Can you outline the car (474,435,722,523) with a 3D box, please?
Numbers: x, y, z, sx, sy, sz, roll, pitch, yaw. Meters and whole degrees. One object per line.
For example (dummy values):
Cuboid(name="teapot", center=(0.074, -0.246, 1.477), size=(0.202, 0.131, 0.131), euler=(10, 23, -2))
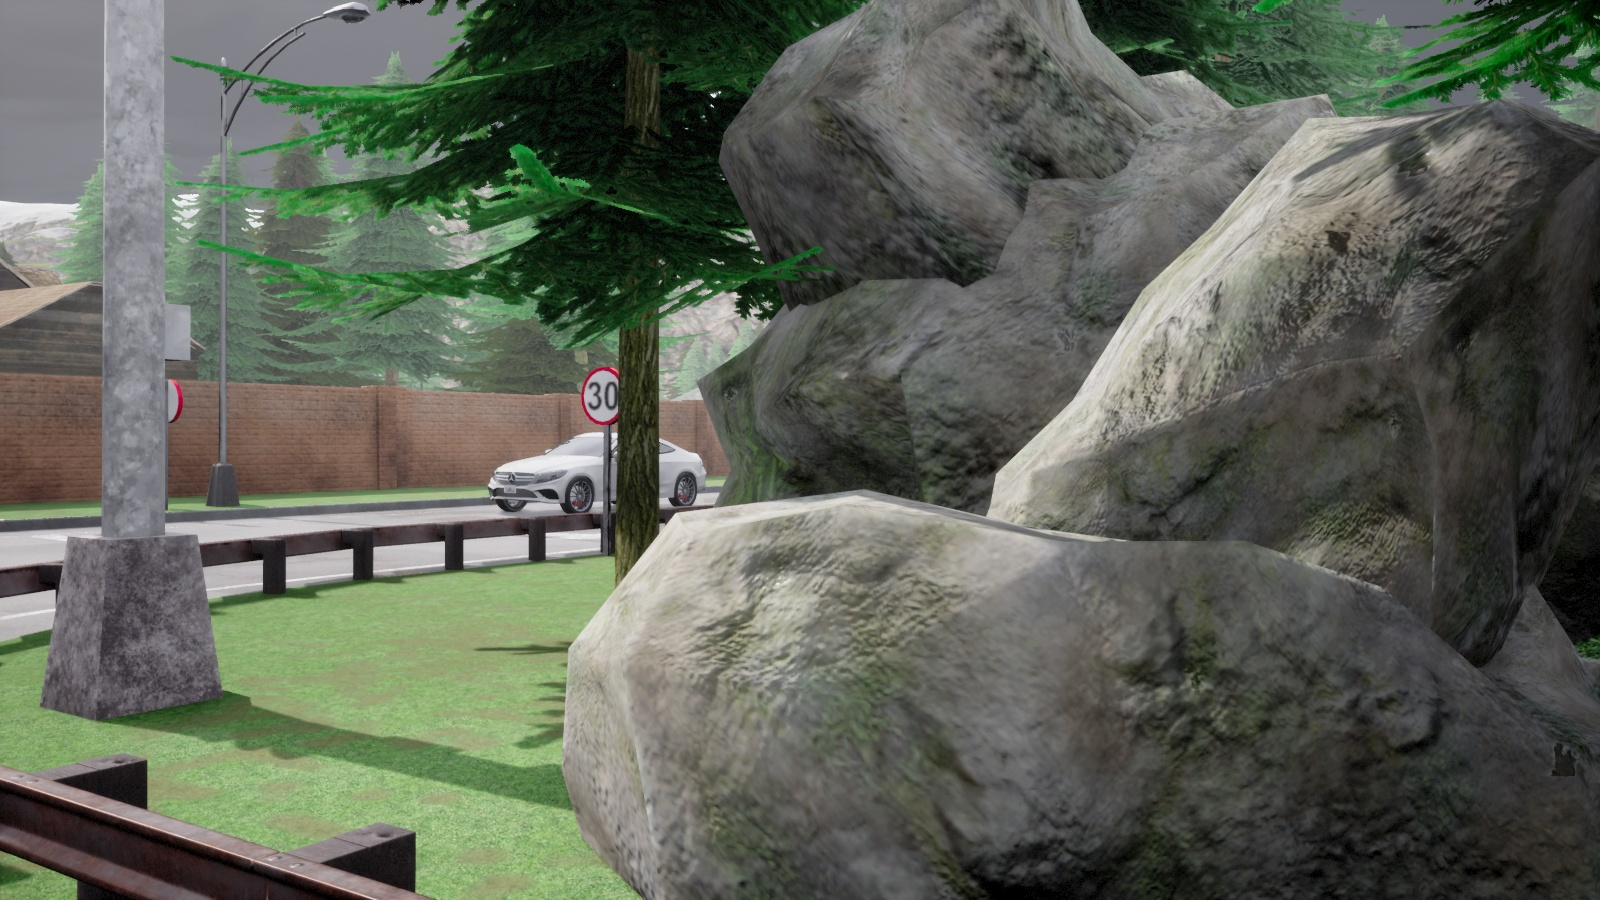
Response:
Cuboid(name="car", center=(-3.608, 0.457, 23.271), size=(1.812, 1.442, 4.674), euler=(0, 1, 34))
